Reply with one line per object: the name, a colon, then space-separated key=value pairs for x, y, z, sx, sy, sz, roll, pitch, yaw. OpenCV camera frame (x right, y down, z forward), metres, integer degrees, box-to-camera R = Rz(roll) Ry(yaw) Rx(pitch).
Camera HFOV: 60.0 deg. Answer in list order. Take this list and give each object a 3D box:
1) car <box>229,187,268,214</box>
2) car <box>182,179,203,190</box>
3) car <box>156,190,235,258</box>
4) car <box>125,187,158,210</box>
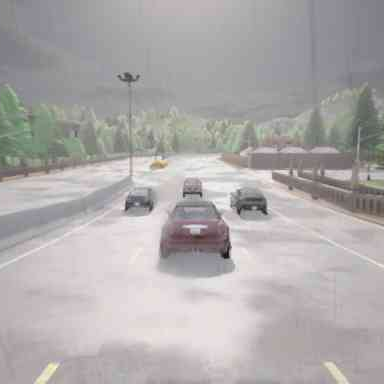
car: x=3.579 y=0.462 z=21.497 sx=1.837 sy=1.490 sz=4.892 roll=0 pitch=5 yaw=0
car: x=0.036 y=-0.529 z=30.632 sx=2.033 sy=1.411 sz=5.357 roll=0 pitch=8 yaw=0
car: x=0.100 y=1.027 z=11.655 sx=2.097 sy=1.767 sz=4.553 roll=0 pitch=3 yaw=0
car: x=-3.426 y=0.347 z=22.941 sx=1.812 sy=1.442 sz=4.674 roll=0 pitch=6 yaw=0
